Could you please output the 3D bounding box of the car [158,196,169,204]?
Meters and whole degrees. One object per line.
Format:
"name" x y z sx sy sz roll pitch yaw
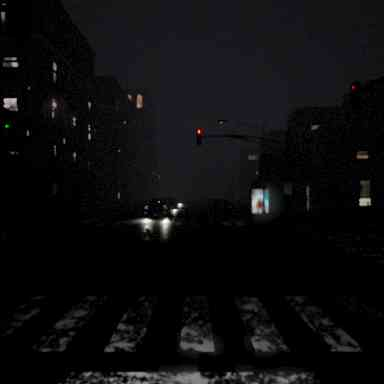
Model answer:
"car" -5.666 1.505 66.166 1.752 1.417 4.829 0 0 0

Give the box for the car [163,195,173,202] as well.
"car" -5.662 1.427 77.728 1.967 1.590 4.097 0 0 0

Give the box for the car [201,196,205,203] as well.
"car" 2.707 1.526 49.255 2.008 1.369 4.403 0 0 0

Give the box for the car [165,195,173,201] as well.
"car" -5.659 1.516 83.255 1.752 1.417 4.829 -1 0 0

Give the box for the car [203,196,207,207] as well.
"car" 2.705 1.557 43.557 1.802 1.307 4.206 0 0 0

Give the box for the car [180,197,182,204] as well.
"car" -2.971 1.580 65.171 1.895 1.301 4.718 0 0 0

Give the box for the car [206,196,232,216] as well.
"car" 2.699 1.416 32.164 1.967 1.590 4.097 0 0 0

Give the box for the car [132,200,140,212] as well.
"car" -5.679 1.526 37.852 2.008 1.369 4.403 0 0 0

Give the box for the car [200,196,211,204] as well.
"car" 2.715 1.531 66.344 2.008 1.369 4.403 -1 0 0

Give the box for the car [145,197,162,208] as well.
"car" -5.673 1.526 49.246 2.008 1.369 4.403 0 0 0

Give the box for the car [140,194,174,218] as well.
"car" -3.085 1.330 30.189 2.097 1.767 4.553 0 0 0

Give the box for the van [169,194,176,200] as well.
"van" -5.655 1.344 94.819 1.690 1.788 3.998 -1 0 0

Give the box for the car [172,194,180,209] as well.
"car" -3.067 1.453 45.112 1.882 1.535 5.008 0 0 0
